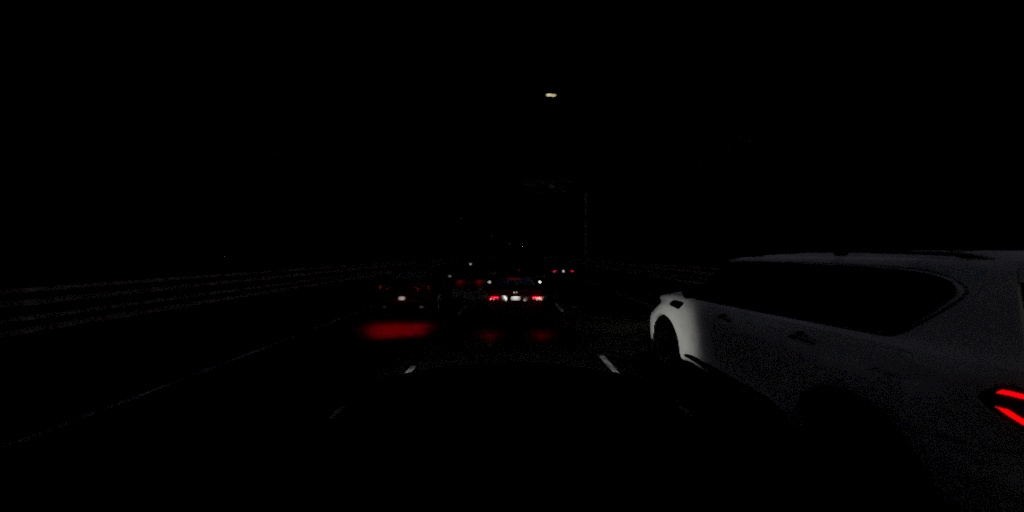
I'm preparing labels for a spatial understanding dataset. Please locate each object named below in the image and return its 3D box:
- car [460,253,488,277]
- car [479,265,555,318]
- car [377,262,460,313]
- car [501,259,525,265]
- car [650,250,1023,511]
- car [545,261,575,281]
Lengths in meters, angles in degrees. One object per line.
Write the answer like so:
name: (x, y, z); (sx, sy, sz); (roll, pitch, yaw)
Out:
car: (-3.400, 0.734, 32.082); (2.150, 2.045, 5.566); (0, 0, 0)
car: (0.099, 1.209, 12.566); (2.033, 1.411, 5.357); (0, 0, 0)
car: (-3.403, 1.131, 13.549); (1.882, 1.535, 5.008); (0, 0, 0)
car: (0.100, 1.011, 32.992); (1.837, 1.490, 4.892); (0, 0, 0)
car: (3.580, 0.953, 4.200); (2.150, 2.045, 5.566); (0, 1, 0)
car: (3.599, 1.094, 27.576); (2.033, 1.411, 5.357); (0, 0, 0)
